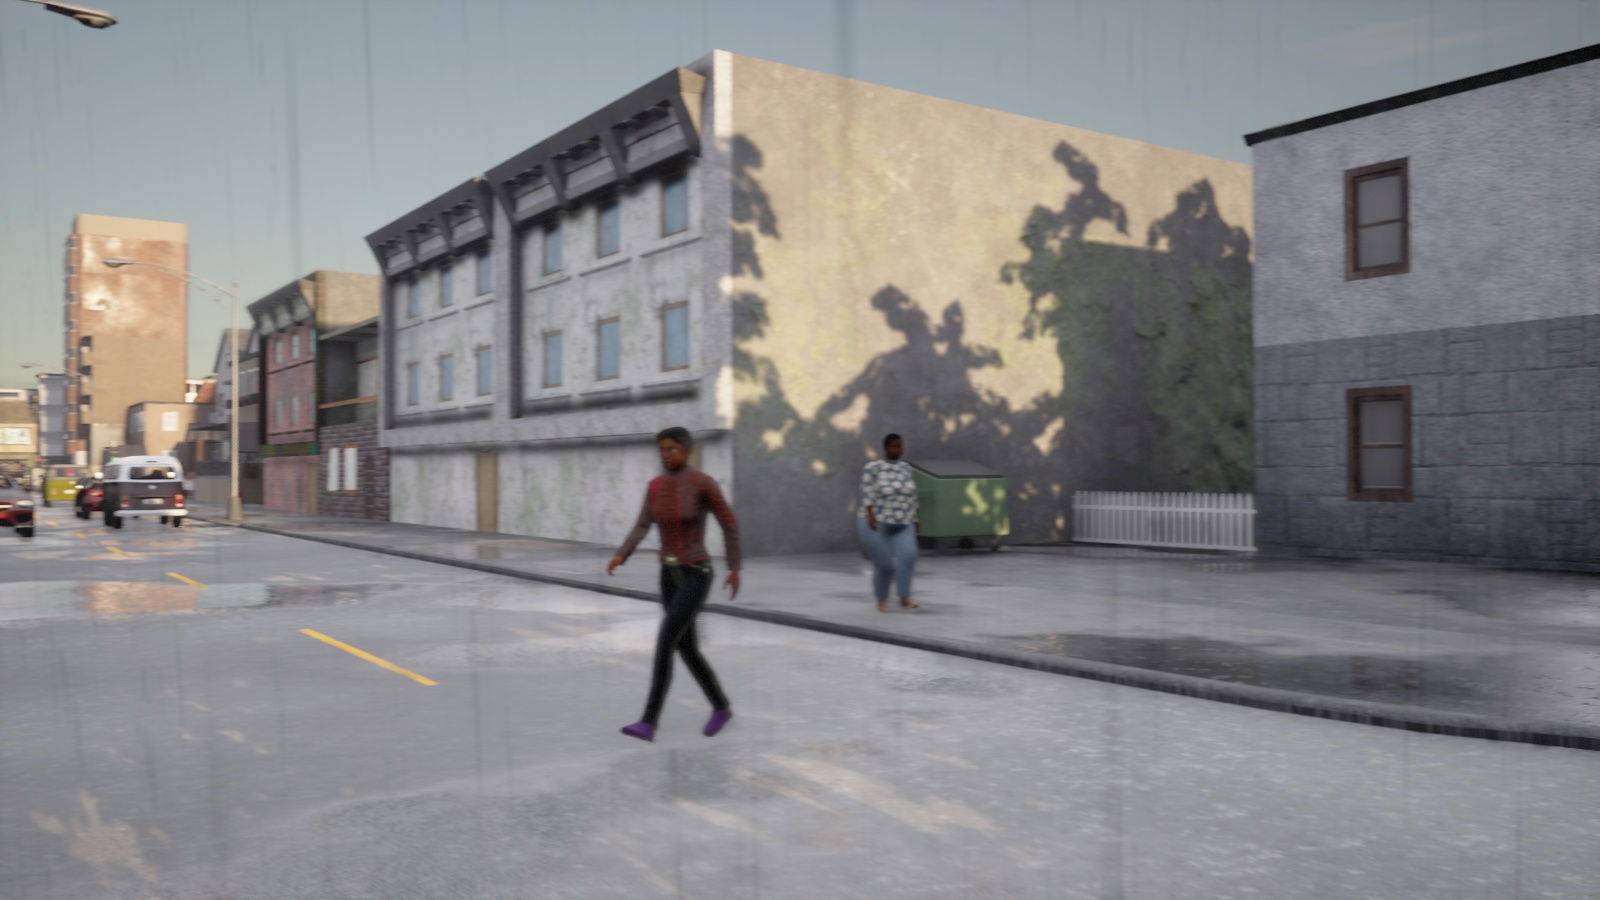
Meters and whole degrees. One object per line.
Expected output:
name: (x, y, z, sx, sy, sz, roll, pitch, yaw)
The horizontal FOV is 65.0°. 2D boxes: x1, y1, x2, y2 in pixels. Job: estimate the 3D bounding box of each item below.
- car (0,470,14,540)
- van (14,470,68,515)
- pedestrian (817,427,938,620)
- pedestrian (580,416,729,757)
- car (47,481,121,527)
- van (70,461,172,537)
car: (-20.915, 1.348, 31.120, 2.152, 1.651, 5.027, 0, -1, -35)
van: (-34.762, 1.916, 57.470, 1.775, 1.987, 4.442, 0, -1, -36)
pedestrian: (0.771, 0.717, 12.687, 0.874, 1.855, 0.900, 0, -1, -25)
pedestrian: (-0.807, 0.727, 7.102, 0.328, 1.805, 0.869, -1, -1, 34)
car: (-24.868, 1.831, 43.567, 1.816, 1.474, 4.193, 0, -1, -36)
van: (-19.633, 1.359, 36.213, 2.069, 2.038, 4.480, 0, -1, -35)
